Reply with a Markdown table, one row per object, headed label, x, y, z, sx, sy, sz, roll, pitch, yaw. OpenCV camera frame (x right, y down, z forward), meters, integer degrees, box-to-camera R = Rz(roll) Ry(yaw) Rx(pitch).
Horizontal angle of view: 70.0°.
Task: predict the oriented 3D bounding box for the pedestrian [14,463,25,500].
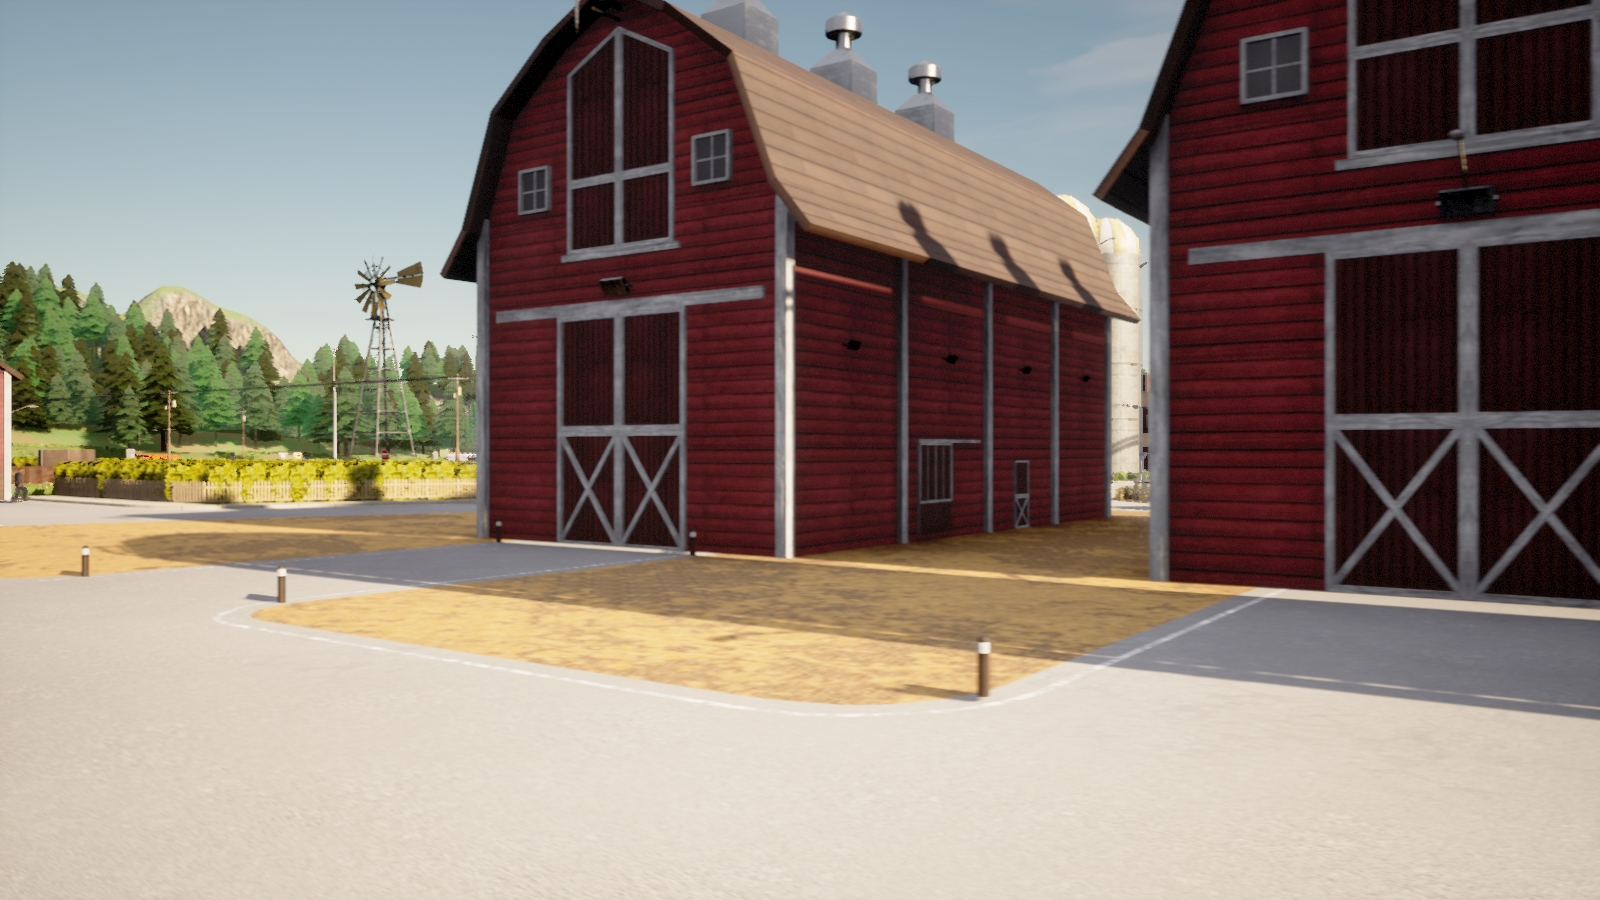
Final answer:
| label | x | y | z | sx | sy | sz | roll | pitch | yaw |
| --- | --- | --- | --- | --- | --- | --- | --- | --- | --- |
| pedestrian | -39.714 | 1.618 | 58.131 | 0.375 | 1.860 | 0.375 | 0 | 0 | 41 |
